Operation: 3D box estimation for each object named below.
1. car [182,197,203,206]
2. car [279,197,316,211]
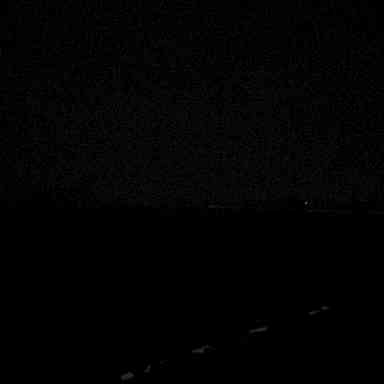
[{"bbox_3d":[0.080,1.738,60.314,2.128,1.511,4.902,1,-1,-35],"label":"car"},{"bbox_3d":[13.182,1.376,41.698,2.097,1.767,4.553,1,-1,-35],"label":"car"}]
